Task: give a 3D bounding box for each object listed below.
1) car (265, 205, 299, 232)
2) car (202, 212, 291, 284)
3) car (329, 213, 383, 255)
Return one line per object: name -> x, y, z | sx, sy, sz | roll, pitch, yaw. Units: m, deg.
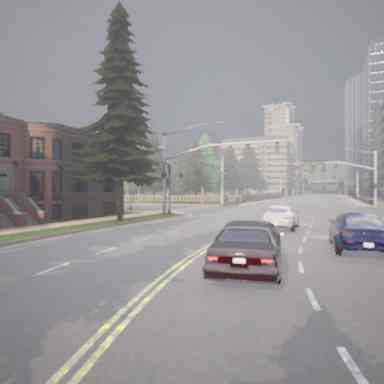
car -> 5.293, 1.492, 19.890 | 1.812, 1.442, 4.674 | 0, 0, 21
car -> 1.649, 1.531, 9.630 | 2.033, 1.411, 5.357 | 0, 0, 14
car -> 6.336, 1.506, 12.700 | 1.812, 1.442, 4.674 | 0, 0, 19
